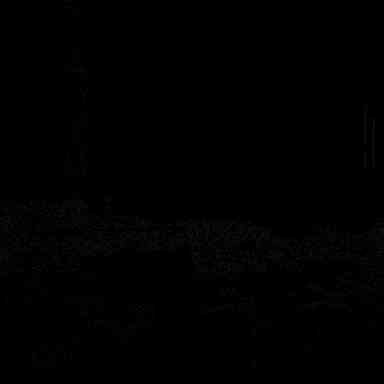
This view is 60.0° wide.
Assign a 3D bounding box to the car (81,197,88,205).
[{"bbox_3d":[-16.670,1.482,56.672,1.812,1.442,4.674,0,0,36],"label":"car"}]

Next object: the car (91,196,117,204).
[{"bbox_3d":[-17.566,1.507,66.575,2.128,1.511,4.902,0,0,36],"label":"car"}]

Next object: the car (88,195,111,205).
[{"bbox_3d":[-14.096,1.321,54.685,2.097,1.767,4.553,0,0,36],"label":"car"}]
